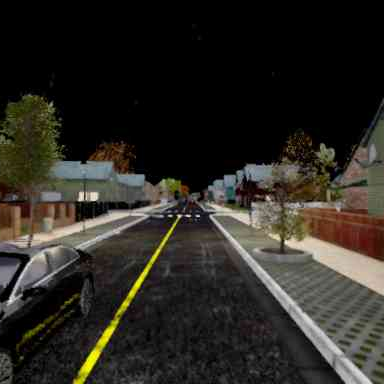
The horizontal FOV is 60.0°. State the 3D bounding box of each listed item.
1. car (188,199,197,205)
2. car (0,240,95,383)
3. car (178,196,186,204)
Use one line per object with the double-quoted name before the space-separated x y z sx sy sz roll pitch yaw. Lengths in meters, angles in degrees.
"car" 0.066 2.440 84.212 2.097 1.767 4.553 0 -1 0
"car" -2.846 1.542 4.786 2.128 1.511 4.902 0 -1 0
"car" -2.677 2.139 91.310 2.150 2.045 5.566 0 -1 0
